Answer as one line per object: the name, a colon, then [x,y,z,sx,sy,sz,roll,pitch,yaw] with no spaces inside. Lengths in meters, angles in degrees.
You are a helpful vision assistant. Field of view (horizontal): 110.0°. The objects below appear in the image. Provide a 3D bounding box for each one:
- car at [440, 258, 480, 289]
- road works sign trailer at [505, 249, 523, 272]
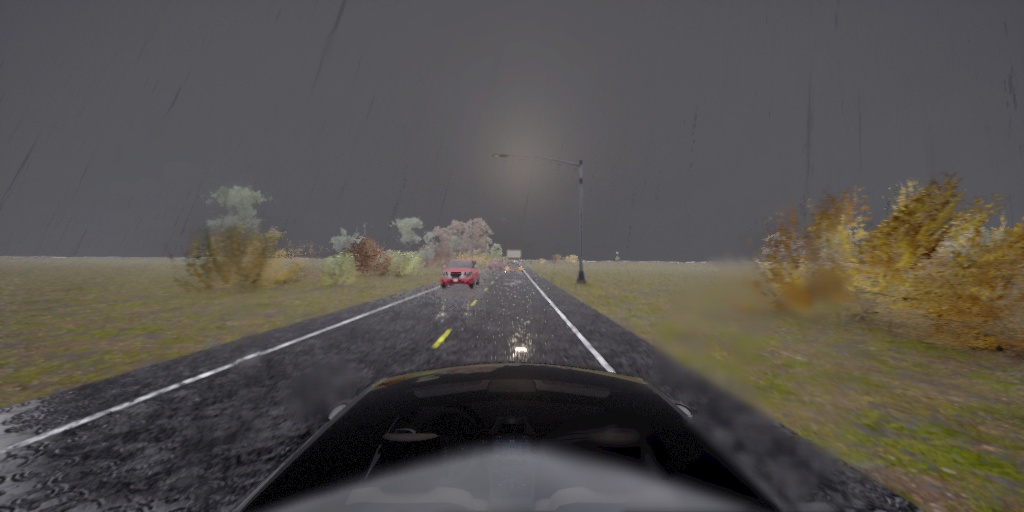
car: [-3.537,1.184,25.325,2.150,2.045,5.566,0,-1,0]
road works sign trailer: [0.309,0.704,55.362,2.380,3.560,2.880,0,0,0]
